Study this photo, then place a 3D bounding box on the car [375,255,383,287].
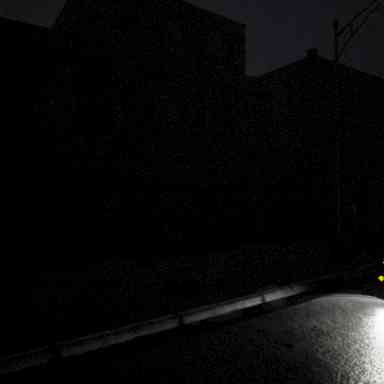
[{"bbox_3d":[6.119,1.549,7.751,4.181,1.385,1.994,0,0,-35],"label":"car"}]
